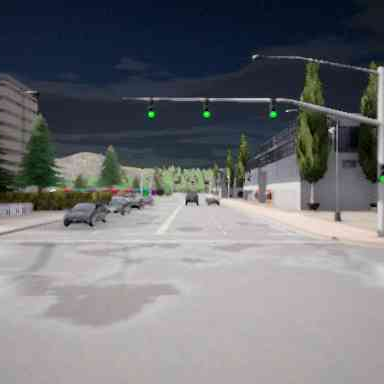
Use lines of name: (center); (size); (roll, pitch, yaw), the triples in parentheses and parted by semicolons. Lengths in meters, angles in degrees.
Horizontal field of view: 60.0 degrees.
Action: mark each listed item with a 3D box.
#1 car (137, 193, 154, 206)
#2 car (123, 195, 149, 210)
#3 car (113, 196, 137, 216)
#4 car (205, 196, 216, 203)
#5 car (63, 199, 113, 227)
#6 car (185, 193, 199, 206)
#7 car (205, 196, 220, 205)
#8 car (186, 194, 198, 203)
car: (-7.044, 1.396, 52.087); (1.837, 1.490, 4.892); (0, 0, 0)
car: (-7.084, 1.460, 41.970); (2.033, 1.411, 5.357); (0, 0, 1)
car: (-7.090, 1.425, 32.107); (2.128, 1.511, 4.902); (0, 0, 0)
car: (3.501, 1.467, 64.481); (1.895, 1.301, 4.718); (0, 0, 0)
car: (-7.117, 1.458, 22.655); (1.837, 1.490, 4.892); (0, 0, 1)
car: (0.000, 1.109, 53.798); (2.150, 2.045, 5.566); (0, 0, 0)
car: (3.500, 1.487, 54.173); (1.895, 1.301, 4.718); (0, 0, 0)
car: (0.001, 1.218, 64.420); (2.097, 1.767, 4.553); (0, 0, 0)
